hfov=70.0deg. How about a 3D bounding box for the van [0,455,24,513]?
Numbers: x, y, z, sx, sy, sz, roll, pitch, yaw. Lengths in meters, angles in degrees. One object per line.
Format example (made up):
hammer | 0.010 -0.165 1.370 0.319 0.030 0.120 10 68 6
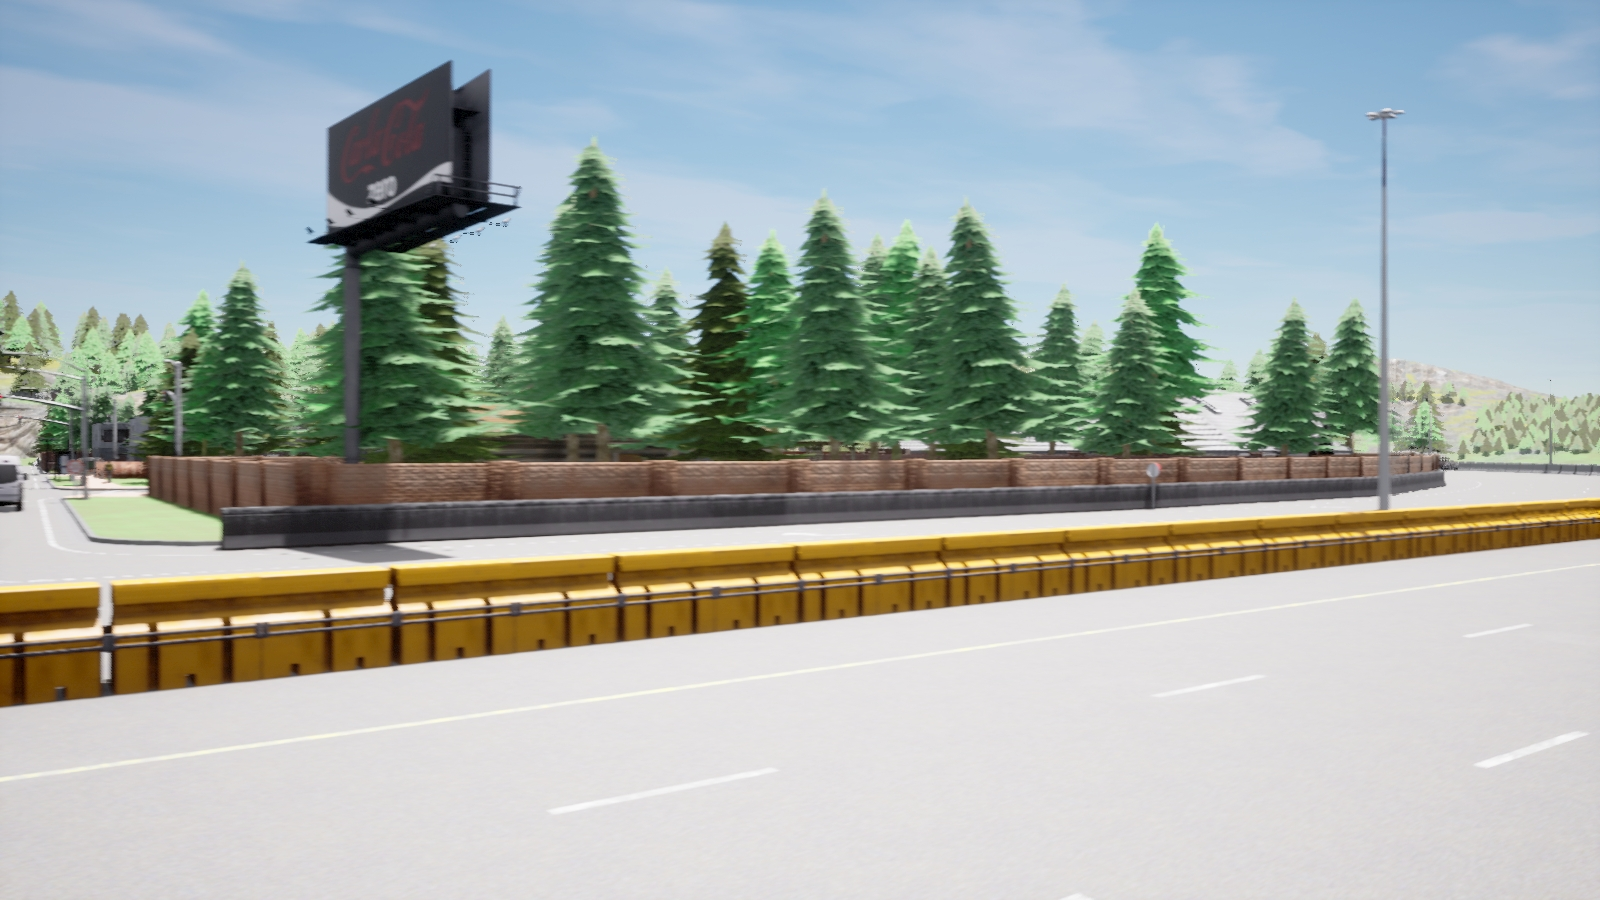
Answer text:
van | -37.355 1.514 53.242 1.988 2.561 5.915 0 0 -34
